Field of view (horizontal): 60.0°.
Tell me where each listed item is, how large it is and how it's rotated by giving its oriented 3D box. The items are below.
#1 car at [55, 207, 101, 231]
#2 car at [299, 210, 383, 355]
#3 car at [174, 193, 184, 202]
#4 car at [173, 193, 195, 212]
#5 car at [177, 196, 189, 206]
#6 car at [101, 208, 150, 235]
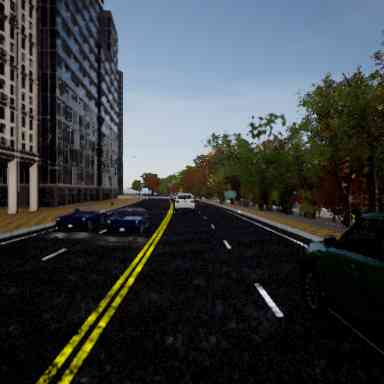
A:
[{"bbox_3d":[-6.833,1.599,20.829,1.895,1.301,4.718,0,0,-1],"label":"car"},{"bbox_3d":[3.237,1.219,4.346,2.150,2.045,5.566,0,0,0],"label":"car"},{"bbox_3d":[-2.944,1.169,73.460,2.150,2.045,5.566,0,0,-5],"label":"car"},{"bbox_3d":[-0.858,1.206,38.697,2.150,2.045,5.566,0,0,-2],"label":"car"},{"bbox_3d":[-1.556,1.447,54.584,1.882,1.535,5.008,0,0,-3],"label":"car"},{"bbox_3d":[-3.554,1.598,19.055,1.895,1.301,4.718,0,0,-1],"label":"car"}]
